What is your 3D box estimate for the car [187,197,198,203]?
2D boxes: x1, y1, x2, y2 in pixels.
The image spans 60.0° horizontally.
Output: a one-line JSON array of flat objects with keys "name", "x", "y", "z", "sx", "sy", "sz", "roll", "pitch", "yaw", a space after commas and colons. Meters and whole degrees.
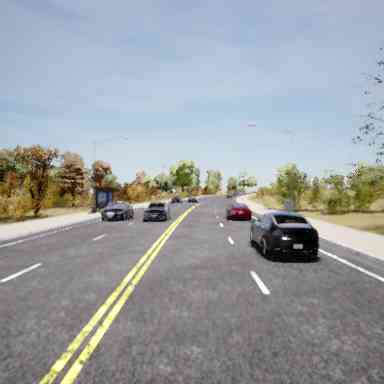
[{"name": "car", "x": 0.116, "y": 1.619, "z": 67.885, "sx": 1.994, "sy": 1.385, "sz": 4.181, "roll": 0, "pitch": 0, "yaw": 6}]

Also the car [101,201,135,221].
[{"name": "car", "x": -6.004, "y": 1.541, "z": 27.322, "sx": 2.128, "sy": 1.511, "sz": 4.902, "roll": 0, "pitch": 0, "yaw": 2}]

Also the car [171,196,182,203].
[{"name": "car", "x": -3.111, "y": 1.557, "z": 68.242, "sx": 1.837, "sy": 1.490, "sz": 4.892, "roll": 0, "pitch": 0, "yaw": 5}]

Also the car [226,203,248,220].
[{"name": "car", "x": 4.014, "y": 1.616, "z": 28.925, "sx": 1.994, "sy": 1.385, "sz": 4.181, "roll": 0, "pitch": 0, "yaw": 2}]

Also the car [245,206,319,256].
[{"name": "car", "x": 3.518, "y": 1.536, "z": 13.300, "sx": 1.837, "sy": 1.490, "sz": 4.892, "roll": 0, "pitch": 0, "yaw": 1}]

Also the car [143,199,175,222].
[{"name": "car", "x": -2.764, "y": 1.554, "z": 27.055, "sx": 1.837, "sy": 1.490, "sz": 4.892, "roll": 0, "pitch": 0, "yaw": 2}]
